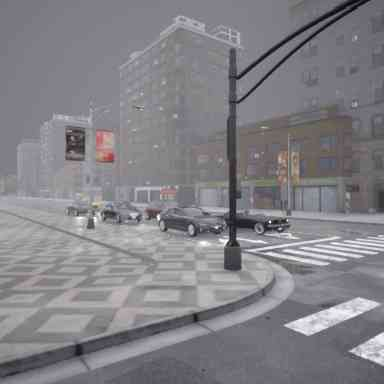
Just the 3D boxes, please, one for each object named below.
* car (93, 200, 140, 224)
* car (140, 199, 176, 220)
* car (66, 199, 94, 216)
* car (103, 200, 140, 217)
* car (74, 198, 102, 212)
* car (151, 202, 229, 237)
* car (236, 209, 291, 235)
[{"bbox_3d":[-5.679,1.581,26.286,2.128,1.511,4.902,0,0,-36],"label":"car"},{"bbox_3d":[-1.964,1.435,26.712,2.097,1.767,4.553,0,0,-36],"label":"car"},{"bbox_3d":[-11.529,1.627,34.344,1.837,1.490,4.892,0,0,-36],"label":"car"},{"bbox_3d":[-7.306,1.619,34.057,1.837,1.490,4.892,0,0,-36],"label":"car"},{"bbox_3d":[-13.344,1.620,42.411,1.882,1.535,5.008,0,0,-36],"label":"car"},{"bbox_3d":[-0.181,1.558,18.728,1.837,1.490,4.892,0,0,-36],"label":"car"},{"bbox_3d":[3.363,1.648,19.388,1.895,1.301,4.718,0,0,-36],"label":"car"}]
